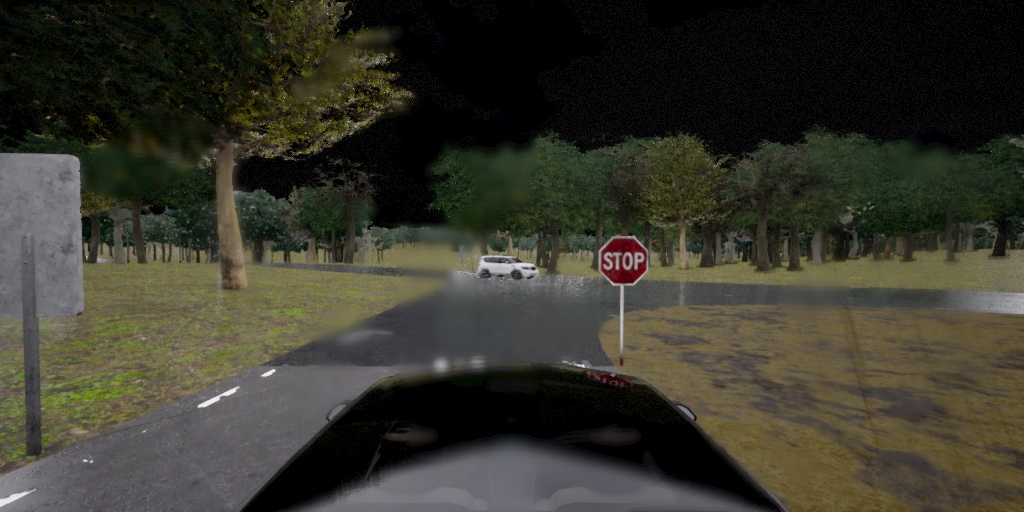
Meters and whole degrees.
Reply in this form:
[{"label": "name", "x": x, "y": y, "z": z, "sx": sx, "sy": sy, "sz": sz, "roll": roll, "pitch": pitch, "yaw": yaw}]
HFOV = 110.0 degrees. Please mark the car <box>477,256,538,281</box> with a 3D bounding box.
[{"label": "car", "x": -0.462, "y": 0.995, "z": 31.156, "sx": 5.566, "sy": 2.045, "sz": 2.150, "roll": 0, "pitch": 0, "yaw": 35}]
